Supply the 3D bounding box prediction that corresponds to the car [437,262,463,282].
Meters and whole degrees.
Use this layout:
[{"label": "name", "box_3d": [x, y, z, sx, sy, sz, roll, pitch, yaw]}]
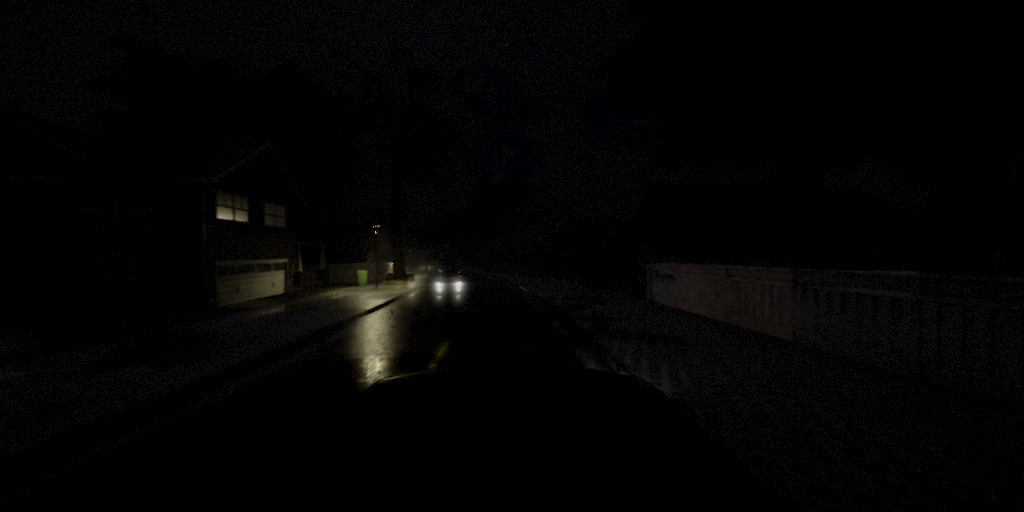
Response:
[{"label": "car", "box_3d": [-5.505, 1.284, 31.779, 2.097, 1.767, 4.553, 0, -1, -10]}]
